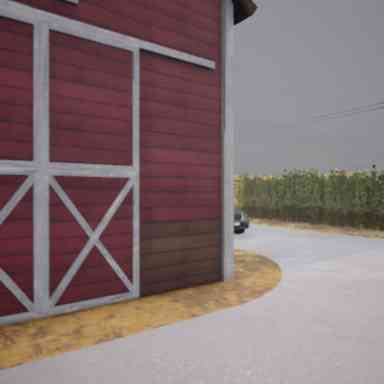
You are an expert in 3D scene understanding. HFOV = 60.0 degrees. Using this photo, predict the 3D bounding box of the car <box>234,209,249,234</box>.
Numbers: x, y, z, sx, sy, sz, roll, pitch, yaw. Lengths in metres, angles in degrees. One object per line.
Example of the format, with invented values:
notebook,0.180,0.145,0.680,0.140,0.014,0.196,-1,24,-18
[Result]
car,0.766,1.217,18.667,2.150,2.045,5.566,0,0,-32
